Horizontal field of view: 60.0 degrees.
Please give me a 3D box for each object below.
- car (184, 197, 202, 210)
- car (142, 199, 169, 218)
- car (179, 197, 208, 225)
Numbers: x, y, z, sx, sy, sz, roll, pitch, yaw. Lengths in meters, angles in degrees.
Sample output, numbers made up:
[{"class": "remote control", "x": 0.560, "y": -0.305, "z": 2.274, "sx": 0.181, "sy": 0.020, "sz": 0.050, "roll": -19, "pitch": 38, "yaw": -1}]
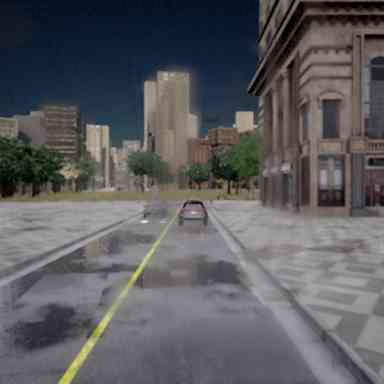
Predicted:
[{"class": "car", "x": 0.100, "y": 1.372, "z": 41.455, "sx": 2.128, "sy": 1.511, "sz": 4.902, "roll": 0, "pitch": 0, "yaw": 0}, {"class": "car", "x": -3.091, "y": 1.432, "z": 28.870, "sx": 1.837, "sy": 1.490, "sz": 4.892, "roll": 0, "pitch": 0, "yaw": 0}, {"class": "car", "x": 0.100, "y": 1.375, "z": 23.554, "sx": 2.033, "sy": 1.649, "sz": 4.856, "roll": 0, "pitch": 0, "yaw": 0}]
